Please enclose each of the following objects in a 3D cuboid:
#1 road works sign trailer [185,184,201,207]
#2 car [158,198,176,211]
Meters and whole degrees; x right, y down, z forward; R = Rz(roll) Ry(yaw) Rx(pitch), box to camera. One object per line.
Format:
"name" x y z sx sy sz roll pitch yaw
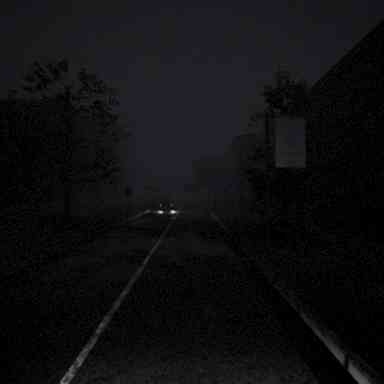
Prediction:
"road works sign trailer" 0.008 0.474 52.584 2.380 3.560 2.880 0 0 0
"car" -3.093 1.512 41.944 1.837 1.490 4.892 0 0 0
